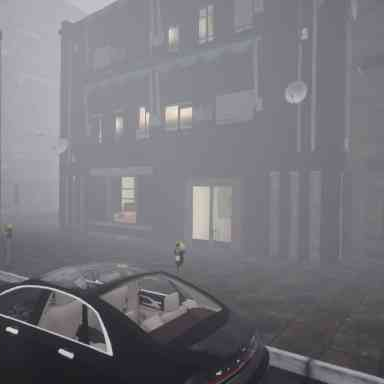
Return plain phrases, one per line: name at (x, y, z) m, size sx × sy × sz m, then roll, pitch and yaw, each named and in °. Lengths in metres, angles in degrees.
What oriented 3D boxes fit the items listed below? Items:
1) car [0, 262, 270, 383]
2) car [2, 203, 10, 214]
car at (-1.306, 1.550, 3.943) m, size 4.403 × 1.369 × 2.008 m, roll 0°, pitch 1°, yaw 35°
car at (-21.549, 1.623, 34.887) m, size 2.008 × 1.369 × 4.403 m, roll 1°, pitch 0°, yaw 36°
